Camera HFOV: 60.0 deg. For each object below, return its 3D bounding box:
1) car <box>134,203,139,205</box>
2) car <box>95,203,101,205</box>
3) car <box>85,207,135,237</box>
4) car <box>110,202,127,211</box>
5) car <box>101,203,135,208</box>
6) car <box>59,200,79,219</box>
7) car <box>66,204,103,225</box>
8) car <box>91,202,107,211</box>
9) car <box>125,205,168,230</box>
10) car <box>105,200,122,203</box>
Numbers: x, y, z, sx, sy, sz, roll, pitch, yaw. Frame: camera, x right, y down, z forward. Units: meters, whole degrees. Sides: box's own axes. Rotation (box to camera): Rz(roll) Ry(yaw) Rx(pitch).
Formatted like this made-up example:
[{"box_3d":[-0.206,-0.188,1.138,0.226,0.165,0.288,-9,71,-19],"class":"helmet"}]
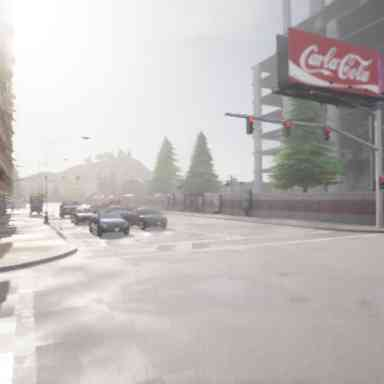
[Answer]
[{"box_3d":[-9.337,2.532,53.225,2.033,1.411,5.357,0,-1,-26],"class":"car"},{"box_3d":[-12.346,2.445,43.258,1.895,1.301,4.718,0,-1,-26],"class":"car"},{"box_3d":[-5.363,1.938,21.264,1.812,1.442,4.674,0,-1,-26],"class":"car"},{"box_3d":[-13.750,2.649,62.002,1.882,1.535,5.008,0,-1,-26],"class":"car"},{"box_3d":[-7.554,2.142,33.561,1.837,1.490,4.892,0,-1,-26],"class":"car"},{"box_3d":[-14.639,2.032,39.987,2.150,2.045,5.566,0,-1,-26],"class":"car"},{"box_3d":[-9.930,2.155,30.470,2.033,1.411,5.357,0,-1,-26],"class":"car"},{"box_3d":[-16.884,2.651,60.445,1.882,1.535,5.008,0,-1,-26],"class":"car"},{"box_3d":[-3.360,1.963,25.108,1.837,1.490,4.892,0,-1,-26],"class":"car"},{"box_3d":[-12.420,2.206,51.566,2.150,2.045,5.566,0,-1,-26],"class":"car"}]
